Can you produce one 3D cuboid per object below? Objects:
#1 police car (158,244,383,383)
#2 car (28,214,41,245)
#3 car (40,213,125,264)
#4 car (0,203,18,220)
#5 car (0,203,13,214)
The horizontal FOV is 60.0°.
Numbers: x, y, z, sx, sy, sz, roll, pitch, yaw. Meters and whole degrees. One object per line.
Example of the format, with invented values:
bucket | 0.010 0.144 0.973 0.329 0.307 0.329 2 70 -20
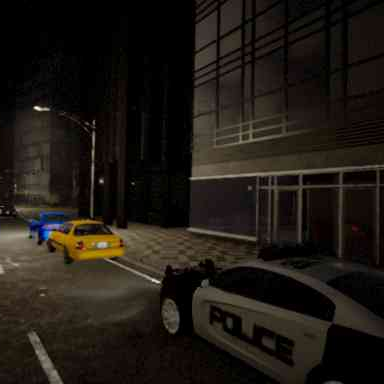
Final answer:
police car | 1.254 1.587 4.821 1.930 1.638 5.238 2 -2 -35
car | -7.515 1.848 17.828 1.882 1.535 5.008 2 -2 -33
car | -4.357 1.746 13.042 1.801 1.575 5.366 2 -2 -34
car | -19.978 2.214 36.001 2.033 1.411 5.357 2 -2 -30
car | -28.261 2.439 50.414 1.837 1.490 4.892 2 -2 -29
